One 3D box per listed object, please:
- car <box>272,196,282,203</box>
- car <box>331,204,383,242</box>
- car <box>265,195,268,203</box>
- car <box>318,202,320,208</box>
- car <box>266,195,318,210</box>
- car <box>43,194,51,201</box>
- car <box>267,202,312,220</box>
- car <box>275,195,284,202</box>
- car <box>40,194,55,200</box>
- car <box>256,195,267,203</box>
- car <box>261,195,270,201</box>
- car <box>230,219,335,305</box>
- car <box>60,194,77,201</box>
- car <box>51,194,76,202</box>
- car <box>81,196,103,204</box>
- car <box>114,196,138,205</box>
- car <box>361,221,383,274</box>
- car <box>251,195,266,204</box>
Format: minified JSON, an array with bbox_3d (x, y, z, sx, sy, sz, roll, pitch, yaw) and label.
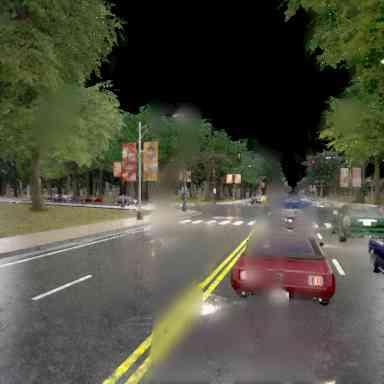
[{"bbox_3d":[18.571,1.631,72.382,1.895,1.301,4.718,0,0,17],"label":"car"},{"bbox_3d":[8.083,1.359,16.199,2.097,1.767,4.553,0,0,17],"label":"car"},{"bbox_3d":[15.492,1.577,62.581,2.033,1.411,5.357,0,0,18],"label":"car"},{"bbox_3d":[13.878,1.545,42.456,4.674,1.442,1.812,0,0,40],"label":"car"},{"bbox_3d":[11.895,1.499,39.880,5.008,1.535,1.882,0,0,40],"label":"car"},{"bbox_3d":[-31.717,1.277,76.589,4.674,1.442,1.812,0,0,40],"label":"car"},{"bbox_3d":[4.949,1.511,17.072,1.837,1.490,4.892,0,0,17],"label":"car"},{"bbox_3d":[21.637,1.519,82.289,1.882,1.535,5.008,0,0,17],"label":"car"},{"bbox_3d":[-37.218,1.272,85.490,4.181,1.385,1.994,0,0,40],"label":"car"},{"bbox_3d":[15.380,1.513,73.067,1.882,1.535,5.008,0,0,17],"label":"car"},{"bbox_3d":[18.417,1.565,82.873,1.812,1.442,4.674,0,0,17],"label":"car"},{"bbox_3d":[2.262,1.604,8.211,1.895,1.301,4.718,0,0,17],"label":"car"},{"bbox_3d":[-29.340,1.278,78.835,4.674,1.442,1.812,0,0,40],"label":"car"},{"bbox_3d":[-26.060,1.316,67.556,4.674,1.442,1.812,0,0,40],"label":"car"},{"bbox_3d":[-18.320,1.438,60.953,4.718,1.301,1.895,0,0,41],"label":"car"},{"bbox_3d":[-10.894,1.376,54.668,4.902,1.511,2.128,0,0,41],"label":"car"},{"bbox_3d":[5.470,1.604,7.599,1.895,1.301,4.718,0,0,17],"label":"car"},{"bbox_3d":[12.419,1.577,63.628,2.033,1.411,5.357,0,0,18],"label":"car"}]
